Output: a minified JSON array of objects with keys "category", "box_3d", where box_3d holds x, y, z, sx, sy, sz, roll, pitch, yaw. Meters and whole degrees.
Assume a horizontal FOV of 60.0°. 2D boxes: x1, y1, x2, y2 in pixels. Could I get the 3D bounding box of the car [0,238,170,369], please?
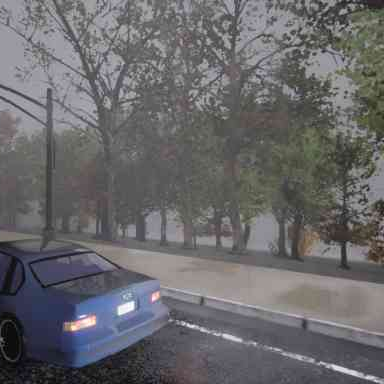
[{"category":"car","box_3d":[-2.895,1.546,5.754,5.357,1.411,2.033,0,0,36]}]
